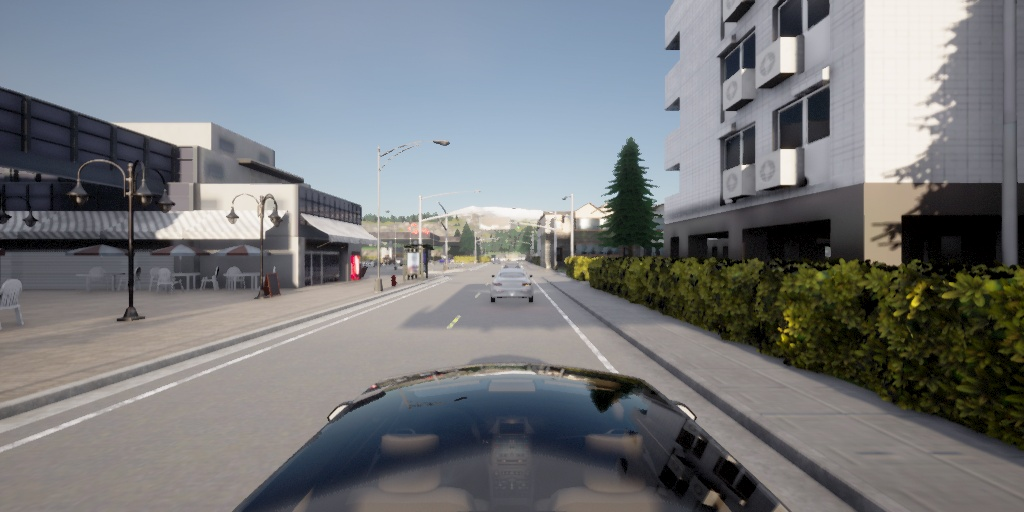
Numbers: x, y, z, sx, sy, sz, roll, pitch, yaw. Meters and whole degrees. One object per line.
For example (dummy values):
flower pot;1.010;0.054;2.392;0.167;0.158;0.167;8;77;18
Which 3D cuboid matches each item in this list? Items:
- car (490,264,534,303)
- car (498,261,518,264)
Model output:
car;0.000;1.281;16.500;1.812;1.442;4.674;0;0;0
car;0.000;1.321;31.500;1.994;1.385;4.181;0;0;0
